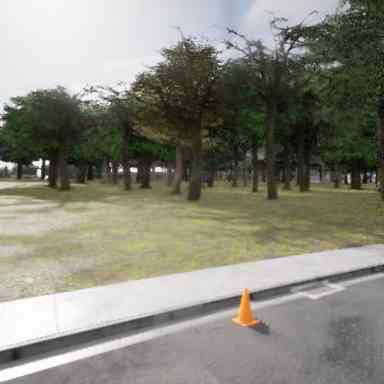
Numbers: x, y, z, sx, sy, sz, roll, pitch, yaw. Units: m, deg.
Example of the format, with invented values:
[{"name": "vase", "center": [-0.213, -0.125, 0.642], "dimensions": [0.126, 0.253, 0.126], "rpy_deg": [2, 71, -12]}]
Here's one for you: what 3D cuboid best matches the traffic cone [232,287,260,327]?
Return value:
[{"name": "traffic cone", "center": [0.924, 1.919, 5.686], "dimensions": [0.340, 0.580, 0.340], "rpy_deg": [0, 0, -33]}]
